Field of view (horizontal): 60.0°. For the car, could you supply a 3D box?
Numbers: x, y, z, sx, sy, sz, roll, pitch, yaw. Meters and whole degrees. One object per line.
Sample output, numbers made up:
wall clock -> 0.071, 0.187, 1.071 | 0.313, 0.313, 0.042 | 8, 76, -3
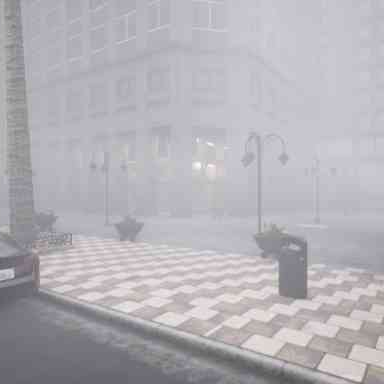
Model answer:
car -> -5.249, 1.513, 7.203 | 4.786, 1.482, 2.161 | 0, 0, 35
